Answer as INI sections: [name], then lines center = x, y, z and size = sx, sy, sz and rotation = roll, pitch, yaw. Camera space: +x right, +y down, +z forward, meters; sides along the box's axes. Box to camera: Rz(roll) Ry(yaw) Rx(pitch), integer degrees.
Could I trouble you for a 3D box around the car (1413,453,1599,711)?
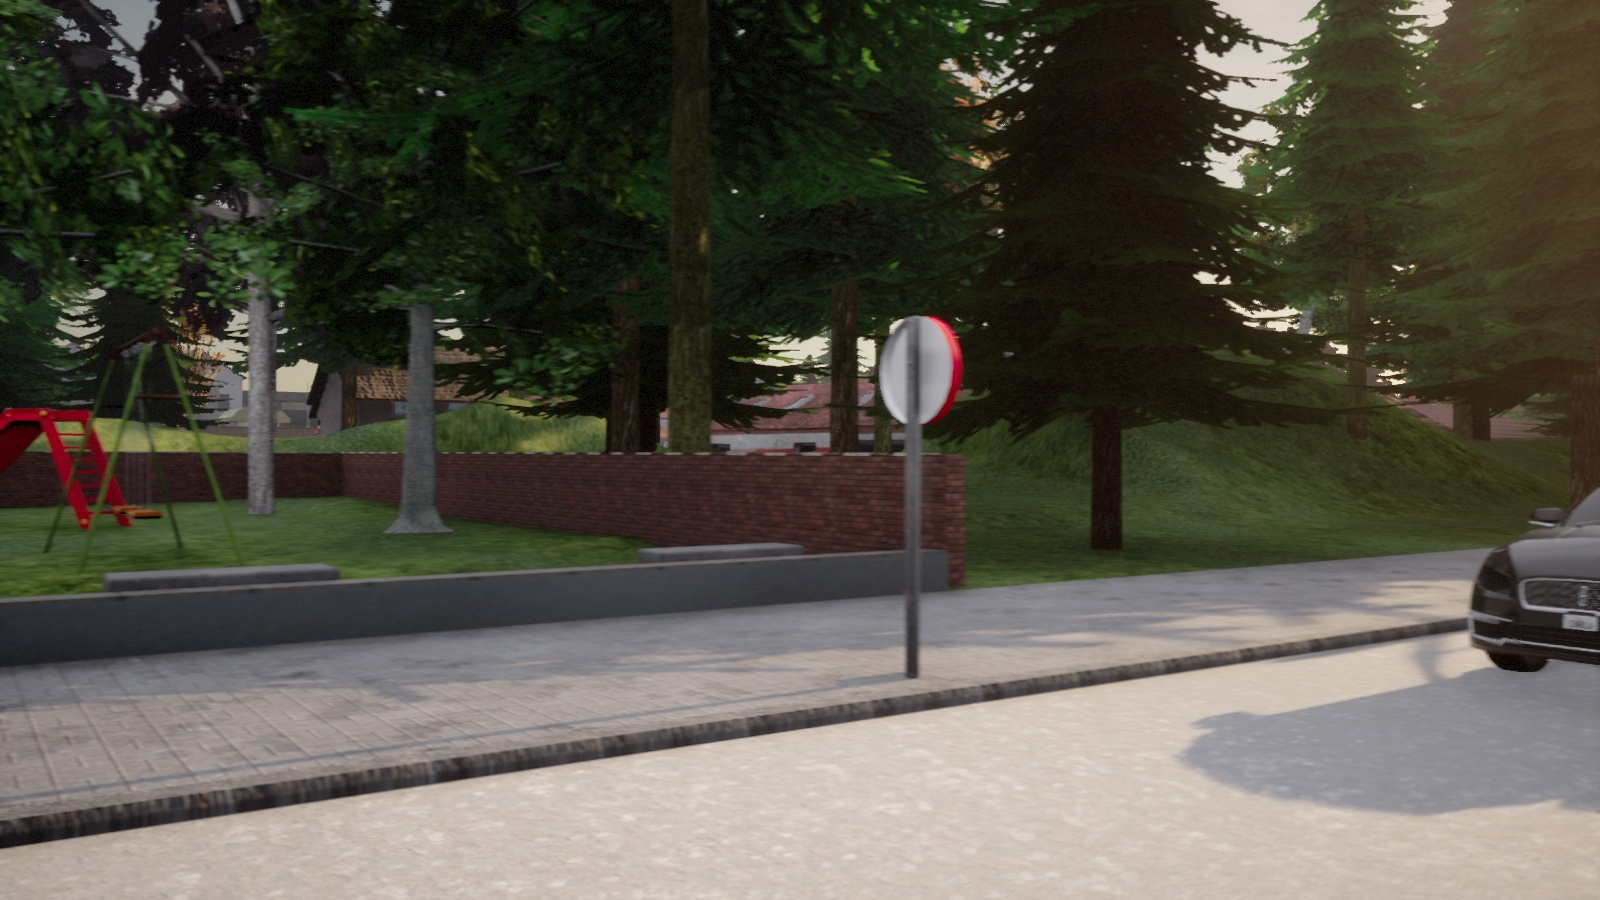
[car]
center = 6.518, 0.770, 8.804
size = 4.892, 1.490, 1.837
rotation = 0, 0, -35
